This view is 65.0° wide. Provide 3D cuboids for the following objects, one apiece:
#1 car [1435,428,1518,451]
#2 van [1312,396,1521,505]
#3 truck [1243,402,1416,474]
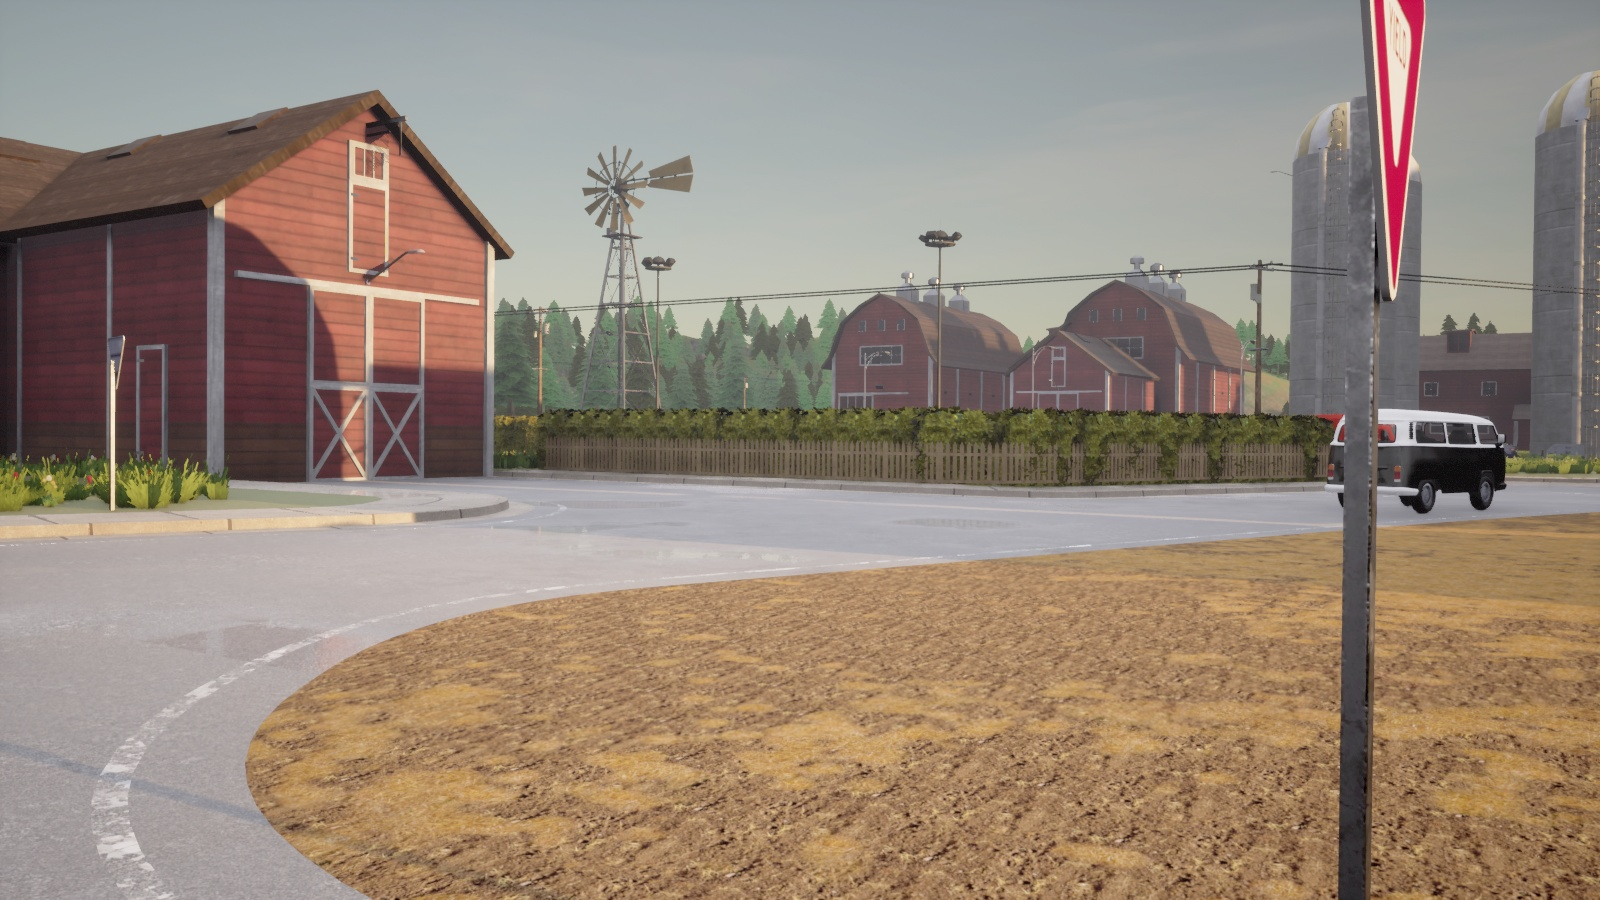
[{"bbox_3d":[45.657,-0.700,84.773,4.792,1.488,2.163,0,1,33],"label":"car"},{"bbox_3d":[12.697,-0.023,25.775,4.480,2.038,2.069,-1,1,-37],"label":"van"},{"bbox_3d":[19.157,-0.400,45.554,5.204,2.467,2.627,-1,0,40],"label":"truck"}]
